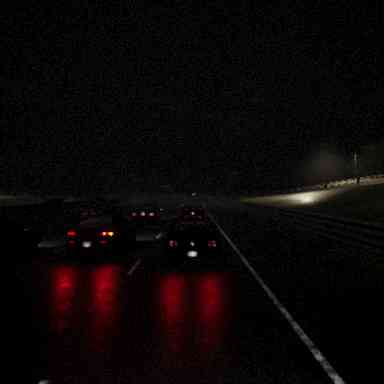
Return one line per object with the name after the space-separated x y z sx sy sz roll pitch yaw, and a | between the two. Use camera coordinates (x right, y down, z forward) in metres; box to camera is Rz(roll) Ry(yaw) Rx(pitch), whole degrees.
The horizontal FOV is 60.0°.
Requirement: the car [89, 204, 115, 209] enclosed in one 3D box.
-6.940 1.626 26.020 2.033 1.411 5.357 0 0 1 | car

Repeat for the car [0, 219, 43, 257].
-6.974 1.585 11.061 2.033 1.411 5.357 0 0 0 | car

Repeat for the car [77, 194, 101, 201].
-17.376 1.390 57.547 2.150 2.045 5.566 0 0 1 | car

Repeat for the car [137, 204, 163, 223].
-3.441 1.626 26.003 2.033 1.411 5.357 0 0 1 | car

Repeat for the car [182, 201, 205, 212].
0.104 1.564 29.335 1.882 1.535 5.008 0 0 1 | car

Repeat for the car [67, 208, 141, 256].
-3.449 1.569 13.285 1.812 1.442 4.674 0 -1 1 | car

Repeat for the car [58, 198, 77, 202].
-20.870 1.695 57.614 1.812 1.442 4.674 0 0 1 | car

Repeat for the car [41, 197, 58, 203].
-24.364 1.647 57.606 1.882 1.535 5.008 0 0 1 | car

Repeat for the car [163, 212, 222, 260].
0.044 1.642 12.577 1.895 1.301 4.718 0 0 1 | car
